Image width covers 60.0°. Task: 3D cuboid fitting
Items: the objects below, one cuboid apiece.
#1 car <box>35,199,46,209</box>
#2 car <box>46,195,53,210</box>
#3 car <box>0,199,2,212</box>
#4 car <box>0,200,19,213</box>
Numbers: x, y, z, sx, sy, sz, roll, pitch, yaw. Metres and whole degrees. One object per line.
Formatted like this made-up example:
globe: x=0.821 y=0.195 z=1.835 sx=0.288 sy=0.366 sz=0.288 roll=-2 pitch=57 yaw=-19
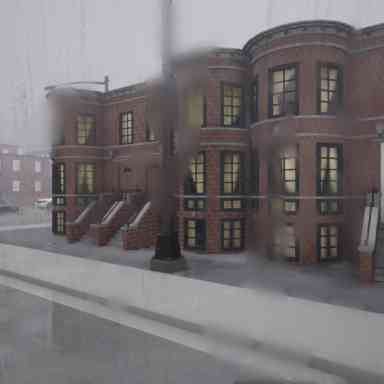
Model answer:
car: x=-17.594 y=1.221 z=43.777 sx=2.150 sy=2.045 sz=5.566 roll=0 pitch=0 yaw=36
car: x=-14.965 y=1.478 z=41.438 sx=1.882 sy=1.535 sz=5.008 roll=0 pitch=0 yaw=36
car: x=-23.411 y=1.491 z=35.655 sx=2.128 sy=1.511 sz=4.902 roll=0 pitch=0 yaw=36
car: x=-20.128 y=1.564 z=34.224 sx=1.994 sy=1.385 sz=4.181 roll=0 pitch=0 yaw=36
